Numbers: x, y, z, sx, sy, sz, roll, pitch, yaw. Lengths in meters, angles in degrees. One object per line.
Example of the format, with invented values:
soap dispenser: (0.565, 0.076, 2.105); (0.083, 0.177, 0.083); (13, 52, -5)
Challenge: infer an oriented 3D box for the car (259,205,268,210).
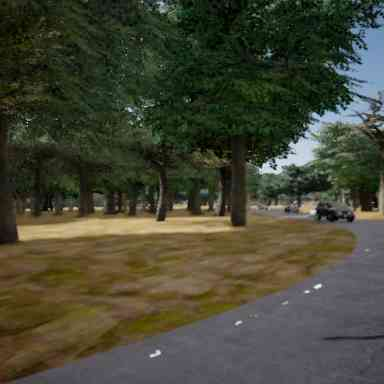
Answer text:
car: (15.857, 3.466, 73.990); (1.882, 1.535, 5.008); (0, -2, 7)

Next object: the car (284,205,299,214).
car: (17.788, 3.076, 59.334); (2.128, 1.511, 4.902); (0, -2, 4)

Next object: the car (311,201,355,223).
car: (14.166, 1.937, 33.312); (2.150, 2.045, 5.566); (0, -2, 1)

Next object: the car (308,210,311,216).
car: (17.417, 2.646, 45.129); (1.812, 1.442, 4.674); (0, -2, -1)
